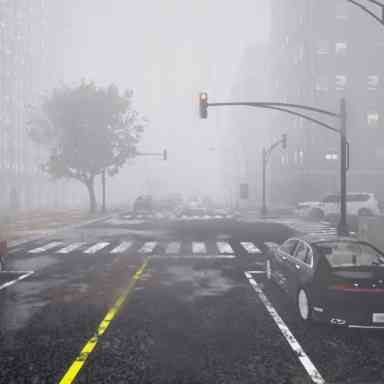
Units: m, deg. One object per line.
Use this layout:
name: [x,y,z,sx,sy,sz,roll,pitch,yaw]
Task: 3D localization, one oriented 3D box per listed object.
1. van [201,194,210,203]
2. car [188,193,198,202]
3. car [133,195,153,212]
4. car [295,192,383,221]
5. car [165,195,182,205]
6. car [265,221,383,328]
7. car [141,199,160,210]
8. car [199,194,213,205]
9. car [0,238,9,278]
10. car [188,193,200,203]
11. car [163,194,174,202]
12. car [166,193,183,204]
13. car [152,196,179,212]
van: [2.889,1.402,72.430,1.690,1.788,3.998,0,0,0]
car: [0.218,1.298,78.855,2.150,2.045,5.566,0,0,0]
car: [-5.584,1.336,39.316,2.192,1.841,5.009,0,0,0]
car: [10.370,1.065,23.912,5.566,2.045,2.150,-1,0,3]
car: [-2.965,1.578,49.053,2.033,1.411,5.357,0,0,0]
car: [2.707,1.551,6.904,2.008,1.369,4.403,0,0,0]
car: [-5.568,1.592,44.839,1.947,1.339,4.313,0,0,0]
car: [2.859,1.611,61.384,1.947,1.339,4.313,0,0,0]
car: [-5.673,1.545,6.928,1.887,1.381,4.507,0,0,0]
car: [0.292,1.407,68.699,2.097,1.767,4.553,0,0,0]
car: [-5.476,1.386,77.976,2.192,1.841,5.009,0,0,0]
car: [-2.887,1.264,59.697,2.150,2.045,5.566,0,0,3]
car: [-2.995,1.568,38.600,2.033,1.411,5.357,0,0,0]
